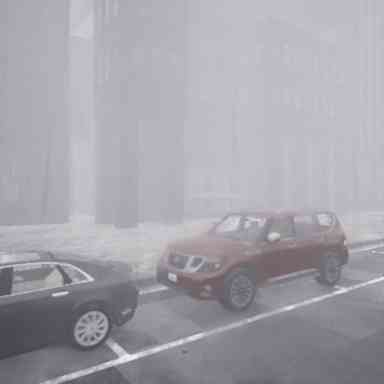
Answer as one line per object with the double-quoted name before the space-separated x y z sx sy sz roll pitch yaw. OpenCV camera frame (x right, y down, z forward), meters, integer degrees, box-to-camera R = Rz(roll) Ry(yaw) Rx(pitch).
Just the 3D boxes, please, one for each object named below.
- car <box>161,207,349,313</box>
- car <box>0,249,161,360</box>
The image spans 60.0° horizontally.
"car" 1.680 1.314 7.848 5.009 1.841 2.192 0 0 -36
"car" -2.885 1.550 4.589 4.403 1.369 2.008 0 0 -36
